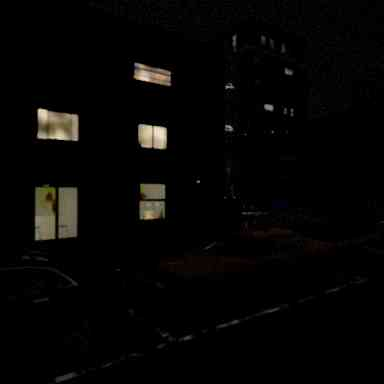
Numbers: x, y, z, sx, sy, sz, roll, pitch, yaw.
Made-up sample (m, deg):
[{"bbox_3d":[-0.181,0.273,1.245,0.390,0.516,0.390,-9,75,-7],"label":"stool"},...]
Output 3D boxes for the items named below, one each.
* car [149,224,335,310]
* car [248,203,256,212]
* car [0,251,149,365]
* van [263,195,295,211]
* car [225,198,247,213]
[{"bbox_3d":[1.365,1.453,7.682,4.829,1.417,1.752,-1,2,-35],"label":"car"},{"bbox_3d":[4.843,1.422,36.325,1.837,1.490,4.892,0,0,-35],"label":"car"},{"bbox_3d":[-3.028,1.551,4.342,4.403,1.369,2.008,-1,2,-35],"label":"car"},{"bbox_3d":[10.064,1.244,38.763,1.690,1.788,3.998,0,0,-35],"label":"van"},{"bbox_3d":[3.171,1.433,33.999,1.947,1.339,4.313,0,0,-35],"label":"car"}]
